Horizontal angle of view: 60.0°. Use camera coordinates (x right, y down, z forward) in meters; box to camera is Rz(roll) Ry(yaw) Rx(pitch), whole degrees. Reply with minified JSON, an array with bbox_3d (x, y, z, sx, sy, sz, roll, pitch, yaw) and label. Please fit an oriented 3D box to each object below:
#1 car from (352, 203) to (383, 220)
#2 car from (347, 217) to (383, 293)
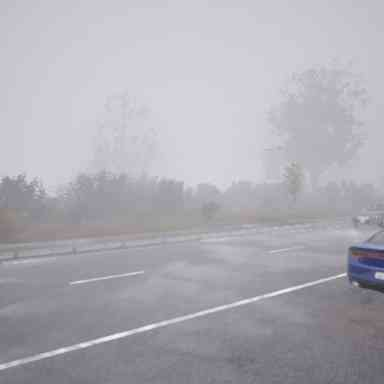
[{"bbox_3d":[12.337,1.492,21.711,4.902,1.511,2.128,0,0,-36],"label":"car"},{"bbox_3d":[5.678,1.477,7.892,5.008,1.535,1.882,0,0,-36],"label":"car"}]
